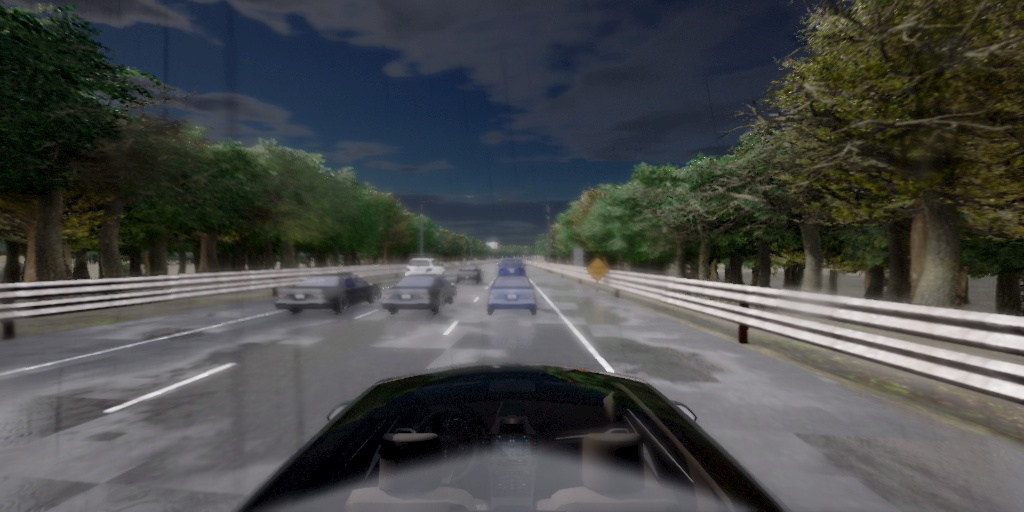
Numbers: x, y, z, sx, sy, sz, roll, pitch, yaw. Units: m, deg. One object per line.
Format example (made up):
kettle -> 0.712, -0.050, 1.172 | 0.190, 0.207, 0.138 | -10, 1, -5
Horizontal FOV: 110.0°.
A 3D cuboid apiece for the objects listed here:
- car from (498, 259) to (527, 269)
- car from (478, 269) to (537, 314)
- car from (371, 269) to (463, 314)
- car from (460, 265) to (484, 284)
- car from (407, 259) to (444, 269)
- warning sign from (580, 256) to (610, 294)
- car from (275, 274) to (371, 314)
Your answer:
car -> 0.009, 1.224, 29.466 | 2.150, 2.045, 5.566 | 0, 0, 0
car -> 0.011, 1.411, 14.355 | 2.033, 1.411, 5.357 | 0, 0, 0
car -> -3.489, 1.411, 14.365 | 2.033, 1.411, 5.357 | 0, 0, 0
car -> -3.482, 1.500, 30.380 | 2.128, 1.511, 4.902 | 0, 0, 0
car -> -6.991, 1.224, 29.436 | 2.150, 2.045, 5.566 | 0, 0, 0
warning sign -> 4.547, 1.023, 19.205 | 1.300, 1.860, 1.060 | 0, 0, 0
car -> -6.989, 1.411, 14.366 | 2.033, 1.411, 5.357 | 0, 0, 0
